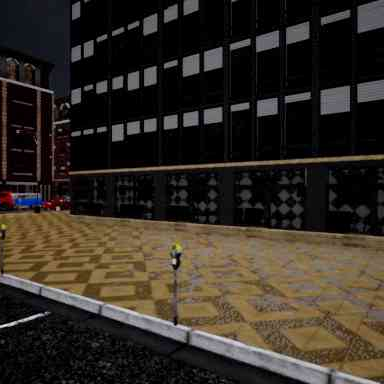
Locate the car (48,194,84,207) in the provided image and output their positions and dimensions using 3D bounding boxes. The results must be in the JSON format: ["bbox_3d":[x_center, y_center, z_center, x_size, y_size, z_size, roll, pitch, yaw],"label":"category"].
[{"bbox_3d":[-16.716,1.079,44.196,1.967,1.590,4.097,1,1,35],"label":"car"}]

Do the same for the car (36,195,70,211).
[{"bbox_3d":[-13.475,1.269,35.072,1.887,1.381,4.507,1,1,35],"label":"car"}]

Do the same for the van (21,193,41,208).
[{"bbox_3d":[-19.951,1.050,39.556,1.690,1.788,3.998,1,1,35],"label":"van"}]

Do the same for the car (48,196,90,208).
[{"bbox_3d":[-15.350,1.258,41.866,1.895,1.301,4.718,0,1,35],"label":"car"}]

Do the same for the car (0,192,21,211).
[{"bbox_3d":[-21.009,1.002,33.738,2.150,2.045,5.566,0,1,35],"label":"car"}]
